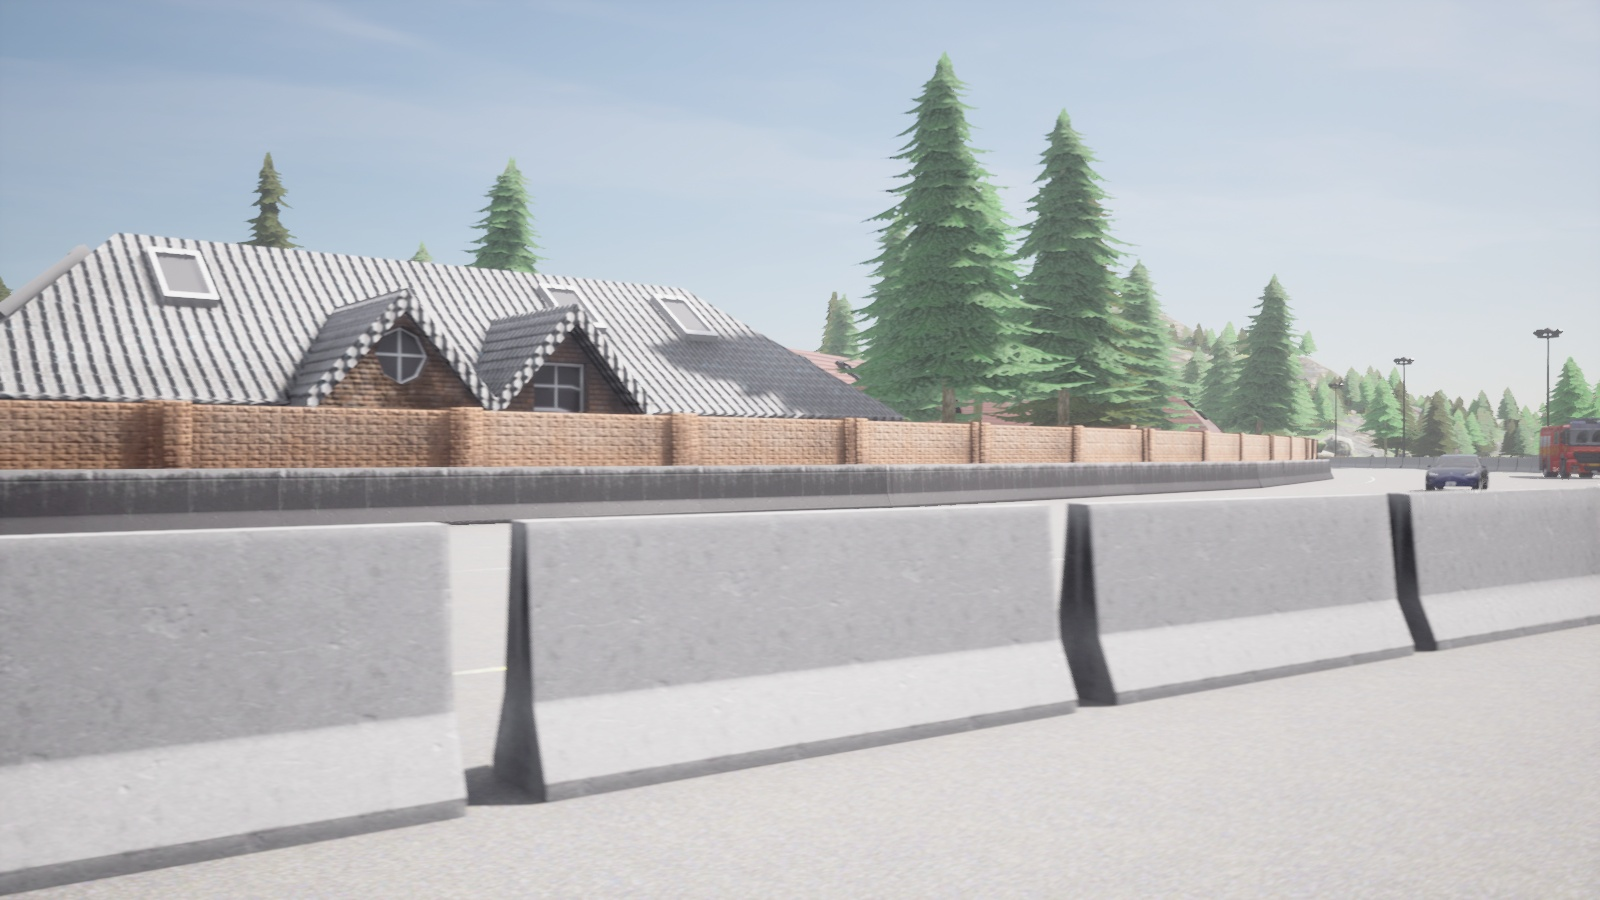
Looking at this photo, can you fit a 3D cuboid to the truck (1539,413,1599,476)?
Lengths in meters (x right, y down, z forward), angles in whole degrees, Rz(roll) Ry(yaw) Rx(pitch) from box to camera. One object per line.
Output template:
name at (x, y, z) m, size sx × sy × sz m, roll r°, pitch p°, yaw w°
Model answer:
truck at (49.586, -0.325, 79.903) m, size 2.891 × 3.827 × 8.468 m, roll 0°, pitch 0°, yaw 20°

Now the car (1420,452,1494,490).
car at (26.836, 0.816, 51.207) m, size 2.163 × 1.488 × 4.792 m, roll 0°, pitch 0°, yaw 34°
